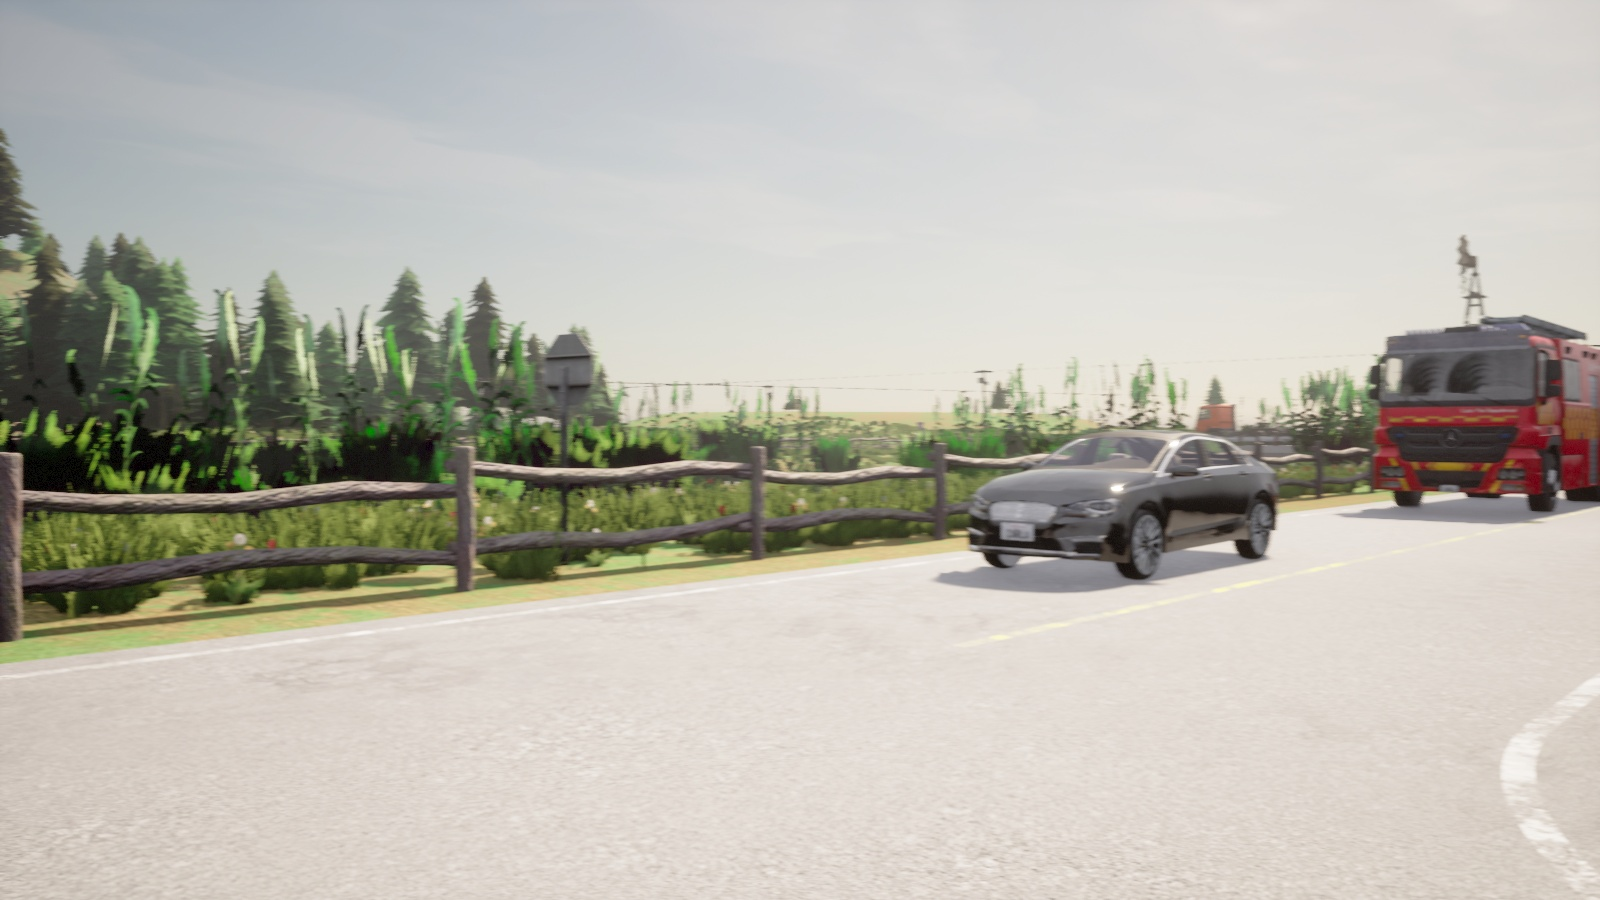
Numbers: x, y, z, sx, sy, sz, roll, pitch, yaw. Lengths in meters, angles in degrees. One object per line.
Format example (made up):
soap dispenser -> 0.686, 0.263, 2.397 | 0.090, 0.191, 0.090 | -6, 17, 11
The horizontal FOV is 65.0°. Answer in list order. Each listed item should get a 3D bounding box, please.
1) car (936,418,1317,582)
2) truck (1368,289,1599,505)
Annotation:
car -> 3.856, 0.422, 14.171 | 2.128, 1.511, 4.902 | 0, 1, 42
truck -> 14.875, -1.022, 26.368 | 2.891, 3.827, 8.468 | 0, 1, 42
